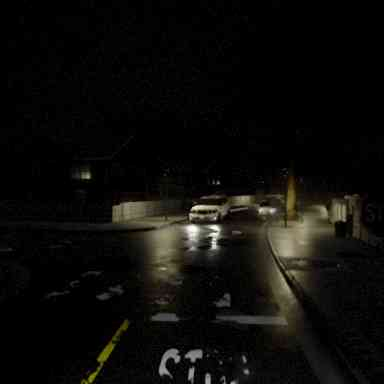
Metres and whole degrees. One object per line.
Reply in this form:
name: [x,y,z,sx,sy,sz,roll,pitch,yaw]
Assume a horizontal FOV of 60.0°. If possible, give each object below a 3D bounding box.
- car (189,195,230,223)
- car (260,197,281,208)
car: [1.528,1.327,26.003,2.150,2.045,5.566,0,2,18]
car: [11.109,1.429,46.978,1.882,1.535,5.008,0,0,29]
